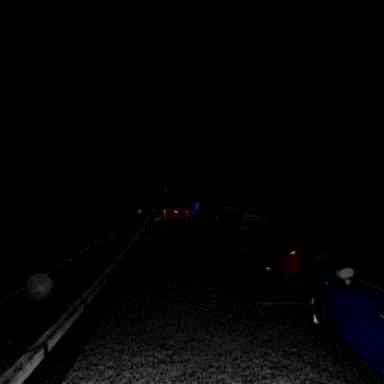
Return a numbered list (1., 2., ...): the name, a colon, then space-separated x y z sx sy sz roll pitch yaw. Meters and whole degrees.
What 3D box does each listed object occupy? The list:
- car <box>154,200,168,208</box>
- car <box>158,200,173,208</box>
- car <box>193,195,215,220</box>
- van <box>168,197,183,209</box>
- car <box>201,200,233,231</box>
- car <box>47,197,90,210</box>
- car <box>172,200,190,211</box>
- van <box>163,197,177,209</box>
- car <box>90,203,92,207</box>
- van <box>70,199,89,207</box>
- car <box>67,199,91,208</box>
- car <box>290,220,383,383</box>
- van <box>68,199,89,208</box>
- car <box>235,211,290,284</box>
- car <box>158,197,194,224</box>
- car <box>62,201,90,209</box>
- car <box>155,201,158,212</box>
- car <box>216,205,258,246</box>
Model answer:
1. car: -6.594 2.482 69.732 2.097 1.535 5.008 0 -2 -15
2. car: -5.197 2.342 64.421 2.163 1.488 4.792 0 -2 -13
3. car: 0.946 1.314 31.766 2.435 2.045 5.566 0 0 -7
4. van: -2.738 1.756 53.714 1.878 1.987 4.442 0 -1 -11
5. car: 2.117 1.494 20.580 2.231 1.521 4.892 0 0 -4
6. car: -18.899 1.748 50.397 5.566 2.045 2.435 0 -1 -12
7. car: -1.657 1.881 48.141 2.002 1.452 4.674 0 -1 -10
8. van: -3.929 1.915 59.120 1.878 1.987 4.442 0 -2 -12
9. car: -21.467 2.353 61.136 4.892 1.521 2.231 0 -2 -14
10. van: -28.588 2.848 84.523 4.442 1.987 1.878 0 -1 -19
11. car: -27.815 2.752 81.886 5.566 2.045 2.435 0 -2 -19
12. car: 2.977 1.354 3.935 2.185 1.767 4.553 0 0 0
13. van: -25.359 2.550 74.219 4.442 1.987 1.878 0 -2 -17
14. car: 2.794 1.513 9.660 2.163 1.488 4.792 0 0 -2
15. car: -1.300 1.388 24.999 2.097 1.767 4.553 0 0 -5
16. car: -22.202 2.470 63.765 4.792 1.488 2.163 0 -2 -15
17. car: -3.709 1.739 42.805 1.882 1.535 5.008 0 -1 -9
18. car: 2.511 1.527 15.173 2.002 1.452 4.674 0 0 -3
